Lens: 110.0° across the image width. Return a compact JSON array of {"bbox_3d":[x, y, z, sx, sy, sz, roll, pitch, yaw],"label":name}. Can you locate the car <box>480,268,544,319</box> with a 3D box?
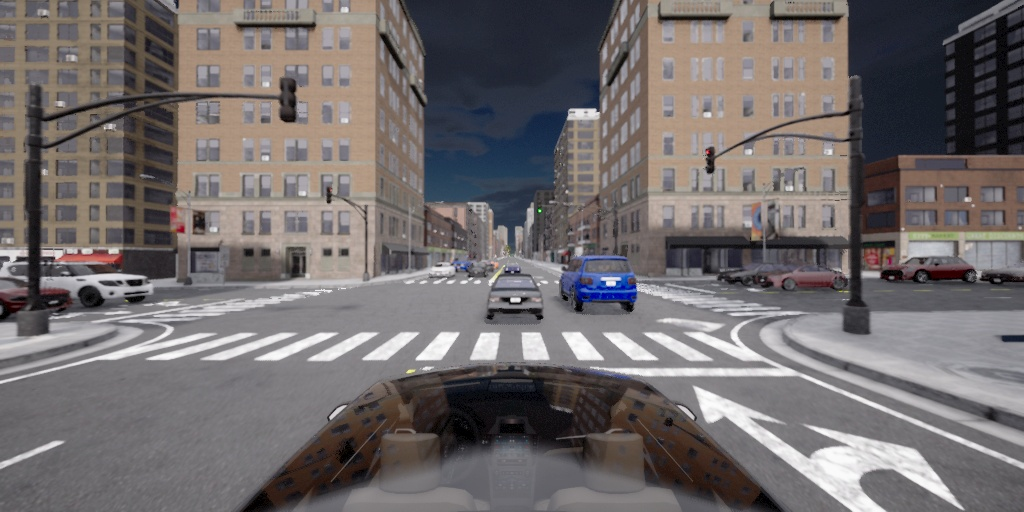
[{"bbox_3d":[0.094,1.331,12.945,2.033,1.411,5.357,0,0,0],"label":"car"}]

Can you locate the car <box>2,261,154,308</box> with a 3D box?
[{"bbox_3d":[-20.125,1.251,16.570,5.566,2.045,2.150,-1,0,-1],"label":"car"}]

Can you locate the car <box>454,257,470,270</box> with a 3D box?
[{"bbox_3d":[-6.613,1.086,47.122,2.150,2.045,5.566,0,0,0],"label":"car"}]

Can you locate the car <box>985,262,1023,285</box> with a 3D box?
[{"bbox_3d":[29.618,0.951,19.922,5.357,1.411,2.033,-1,0,0],"label":"car"}]

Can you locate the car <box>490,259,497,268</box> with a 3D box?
[{"bbox_3d":[-3.358,1.426,46.535,1.994,1.385,4.181,0,0,0],"label":"car"}]

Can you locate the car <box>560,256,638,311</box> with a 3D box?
[{"bbox_3d":[3.335,1.013,14.747,2.150,2.045,5.566,0,0,0],"label":"car"}]

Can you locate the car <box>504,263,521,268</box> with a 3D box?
[{"bbox_3d":[0.066,1.450,40.486,1.895,1.301,4.718,0,0,0],"label":"car"}]

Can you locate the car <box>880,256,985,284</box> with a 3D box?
[{"bbox_3d":[26.760,0.816,23.178,4.553,1.767,2.097,0,0,0],"label":"car"}]

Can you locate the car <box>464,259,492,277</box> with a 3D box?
[{"bbox_3d":[-3.374,1.345,36.453,1.837,1.490,4.892,0,0,0],"label":"car"}]

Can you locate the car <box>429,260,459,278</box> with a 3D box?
[{"bbox_3d":[-6.650,1.362,34.807,1.812,1.442,4.674,0,0,1],"label":"car"}]

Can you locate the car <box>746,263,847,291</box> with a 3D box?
[{"bbox_3d":[15.924,1.149,19.955,4.181,1.385,1.994,-1,0,0],"label":"car"}]

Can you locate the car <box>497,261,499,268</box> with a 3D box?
[{"bbox_3d":[-3.316,1.241,59.998,2.097,1.767,4.553,0,0,1],"label":"car"}]

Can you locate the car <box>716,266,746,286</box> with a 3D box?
[{"bbox_3d":[16.310,1.146,23.205,5.357,1.411,2.033,-1,0,0],"label":"car"}]

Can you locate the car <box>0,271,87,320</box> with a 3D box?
[{"bbox_3d":[-19.571,1.480,13.333,5.008,1.535,1.882,-1,0,-1],"label":"car"}]
